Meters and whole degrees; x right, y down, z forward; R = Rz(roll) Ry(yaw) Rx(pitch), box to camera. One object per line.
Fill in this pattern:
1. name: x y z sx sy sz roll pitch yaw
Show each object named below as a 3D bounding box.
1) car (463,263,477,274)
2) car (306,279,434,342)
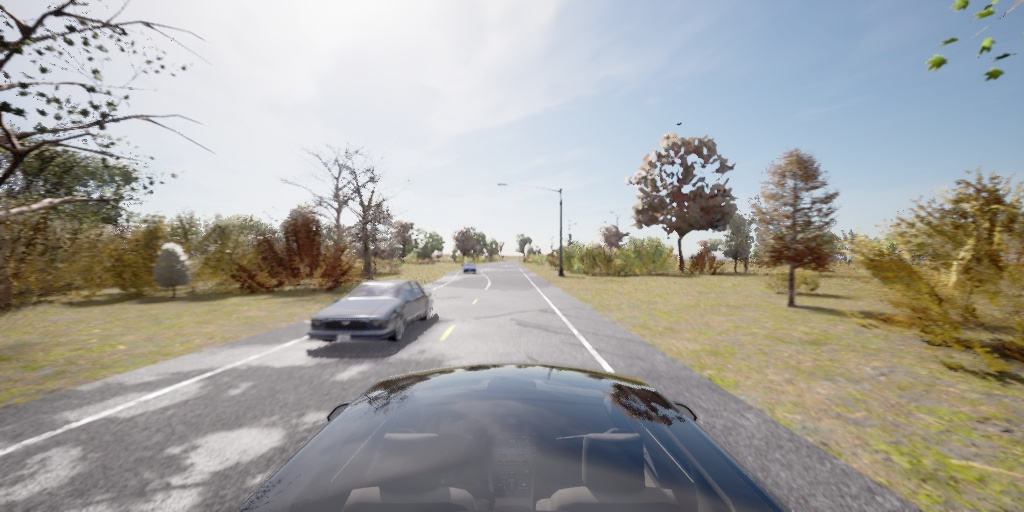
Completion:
1. car: -6.011 1.728 51.216 1.882 1.535 5.008 0 -1 -6
2. car: -3.603 1.393 10.355 2.033 1.411 5.357 0 -1 0
